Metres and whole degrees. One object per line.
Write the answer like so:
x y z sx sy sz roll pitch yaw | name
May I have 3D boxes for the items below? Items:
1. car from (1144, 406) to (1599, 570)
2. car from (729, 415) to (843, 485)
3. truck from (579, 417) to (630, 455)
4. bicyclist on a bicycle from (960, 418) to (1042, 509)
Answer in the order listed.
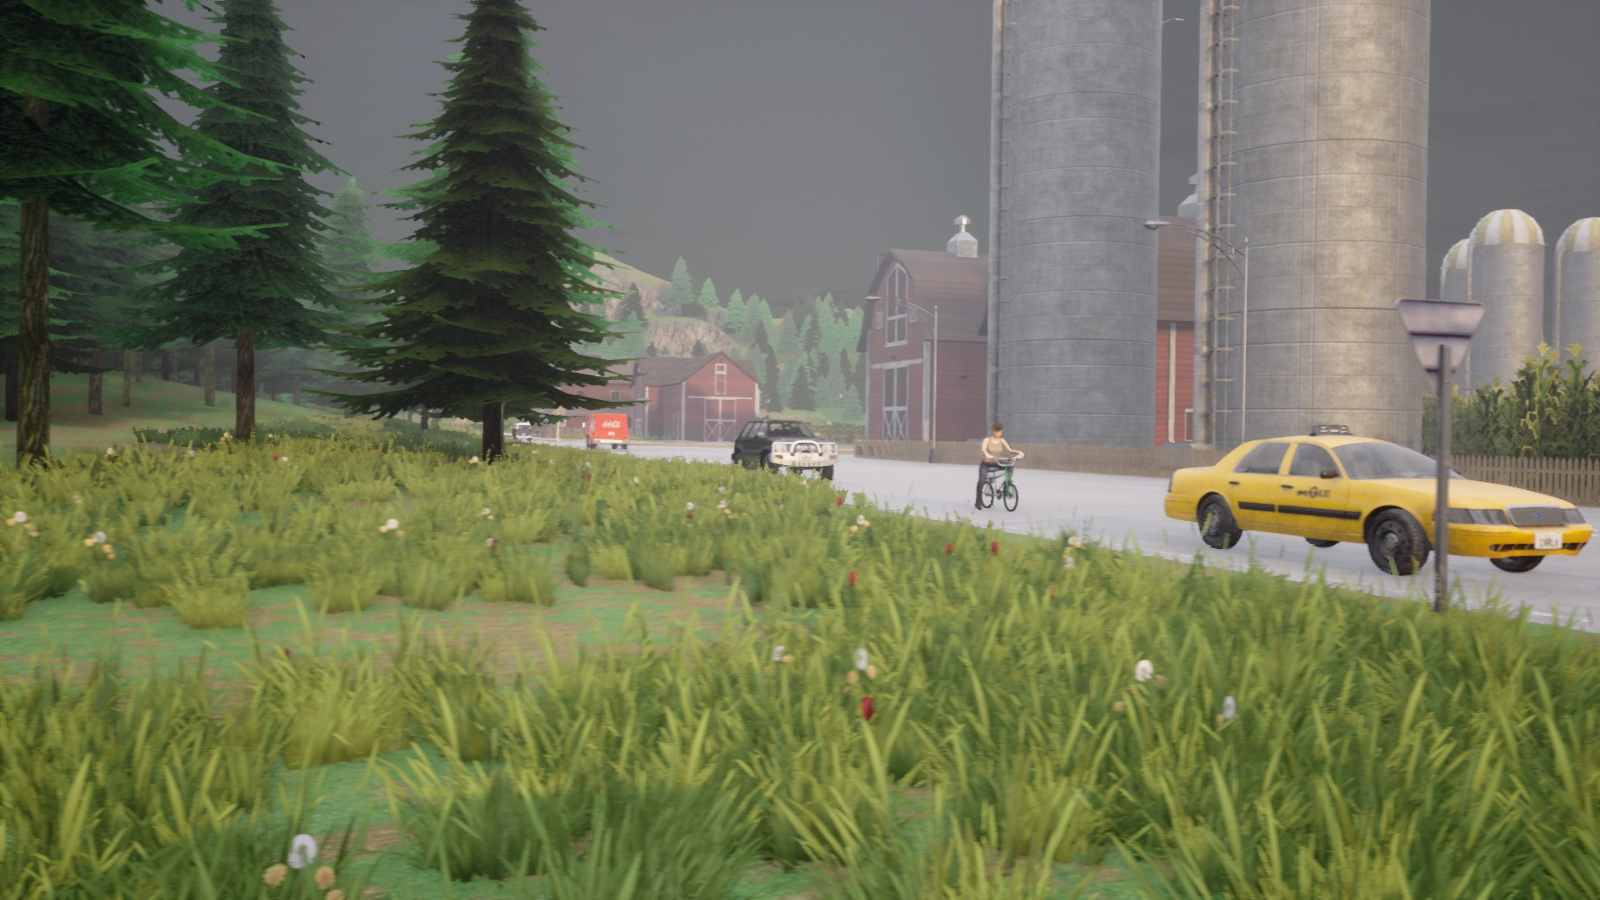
6.406 0.329 14.917 1.801 1.575 5.366 -1 1 -18 | car
-0.492 -0.043 35.837 1.932 1.855 4.605 -1 1 -18 | car
-13.449 -0.978 86.302 2.627 2.467 5.204 -1 1 -18 | truck
3.687 0.228 23.150 0.866 1.612 1.509 -1 1 -18 | bicyclist on a bicycle
